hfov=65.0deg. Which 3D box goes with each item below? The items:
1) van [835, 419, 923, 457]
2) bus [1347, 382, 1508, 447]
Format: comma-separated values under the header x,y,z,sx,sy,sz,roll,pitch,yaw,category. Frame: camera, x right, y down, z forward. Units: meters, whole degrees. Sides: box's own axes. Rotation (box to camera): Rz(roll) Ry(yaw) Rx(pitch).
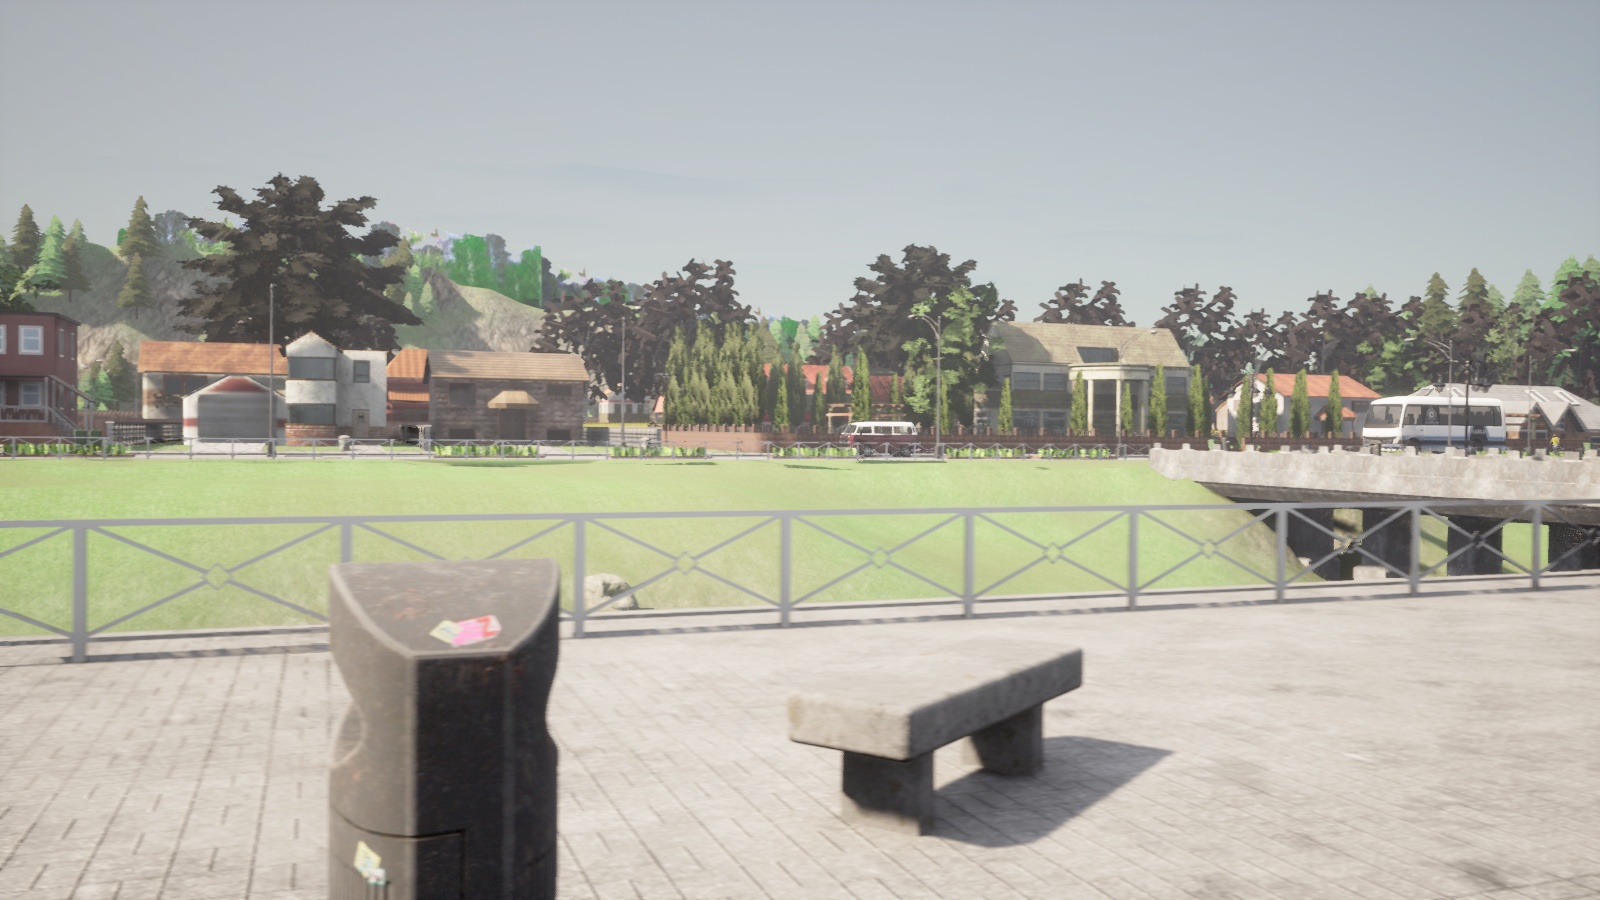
x,y,z,sx,sy,sz,roll,pitch,yaw,category
4.497,-0.690,71.461,4.480,2.038,2.069,-1,1,-21,van
42.979,-2.443,86.048,10.273,4.253,3.944,-1,1,-21,bus
